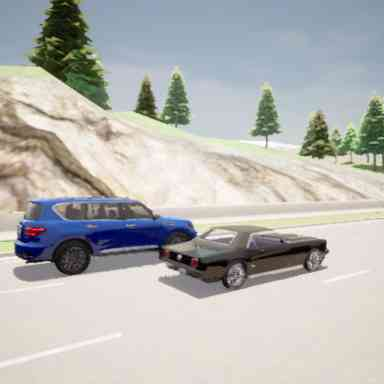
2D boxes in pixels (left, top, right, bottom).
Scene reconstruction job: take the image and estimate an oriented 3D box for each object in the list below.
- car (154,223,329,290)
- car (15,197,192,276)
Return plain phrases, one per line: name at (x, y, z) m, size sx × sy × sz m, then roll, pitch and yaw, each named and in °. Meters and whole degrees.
car at (1.595, 1.555, 8.973) m, size 4.718 × 1.301 × 1.895 m, roll 0°, pitch 0°, yaw -35°
car at (-2.451, 1.176, 10.504) m, size 5.566 × 2.045 × 2.150 m, roll 0°, pitch 0°, yaw -34°
